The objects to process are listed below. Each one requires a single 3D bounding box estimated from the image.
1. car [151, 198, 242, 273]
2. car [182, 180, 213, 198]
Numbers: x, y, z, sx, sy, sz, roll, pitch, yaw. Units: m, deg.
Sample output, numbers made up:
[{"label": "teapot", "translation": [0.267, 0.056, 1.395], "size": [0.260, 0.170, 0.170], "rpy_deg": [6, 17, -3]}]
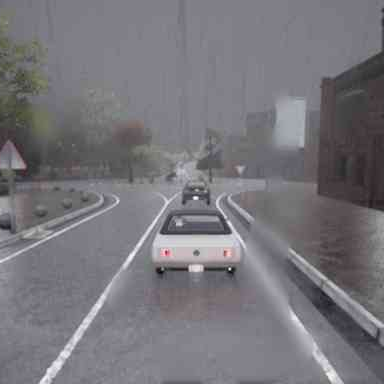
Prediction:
[{"label": "car", "translation": [0.081, 1.098, 8.953], "size": [1.895, 1.301, 4.718], "rpy_deg": [0, 4, 0]}, {"label": "car", "translation": [0.385, -0.044, 23.210], "size": [1.837, 1.490, 4.892], "rpy_deg": [0, 4, 3]}]
